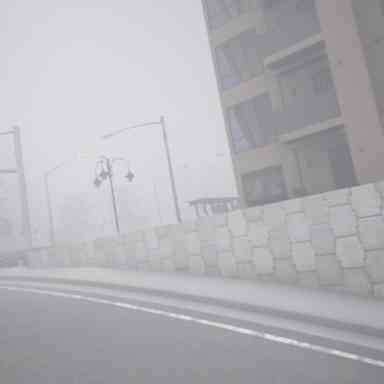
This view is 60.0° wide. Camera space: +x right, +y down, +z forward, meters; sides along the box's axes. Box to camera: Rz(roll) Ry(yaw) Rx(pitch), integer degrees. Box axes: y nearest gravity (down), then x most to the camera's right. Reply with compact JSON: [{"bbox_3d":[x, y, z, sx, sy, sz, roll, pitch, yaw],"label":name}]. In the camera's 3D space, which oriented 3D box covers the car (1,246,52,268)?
[{"bbox_3d":[-14.377,5.745,29.738,1.837,1.490,4.892,-15,-8,35],"label":"car"}]
